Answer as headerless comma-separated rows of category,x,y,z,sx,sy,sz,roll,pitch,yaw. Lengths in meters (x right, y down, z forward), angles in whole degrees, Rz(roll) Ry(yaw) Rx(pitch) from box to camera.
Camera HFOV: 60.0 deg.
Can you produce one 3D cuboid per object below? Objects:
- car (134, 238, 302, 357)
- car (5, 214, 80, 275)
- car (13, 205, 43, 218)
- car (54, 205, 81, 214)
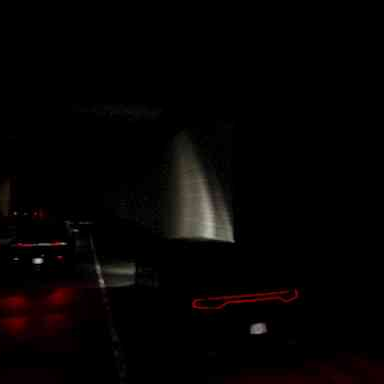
car,0.070,1.648,6.617,1.882,1.535,5.008,1,-1,-18
car,-5.020,1.738,11.494,2.128,1.511,4.902,1,-2,-18
car,-15.240,1.992,31.121,2.097,1.767,4.553,1,-1,-18
car,-10.513,2.110,27.996,1.837,1.490,4.892,1,-1,-18
